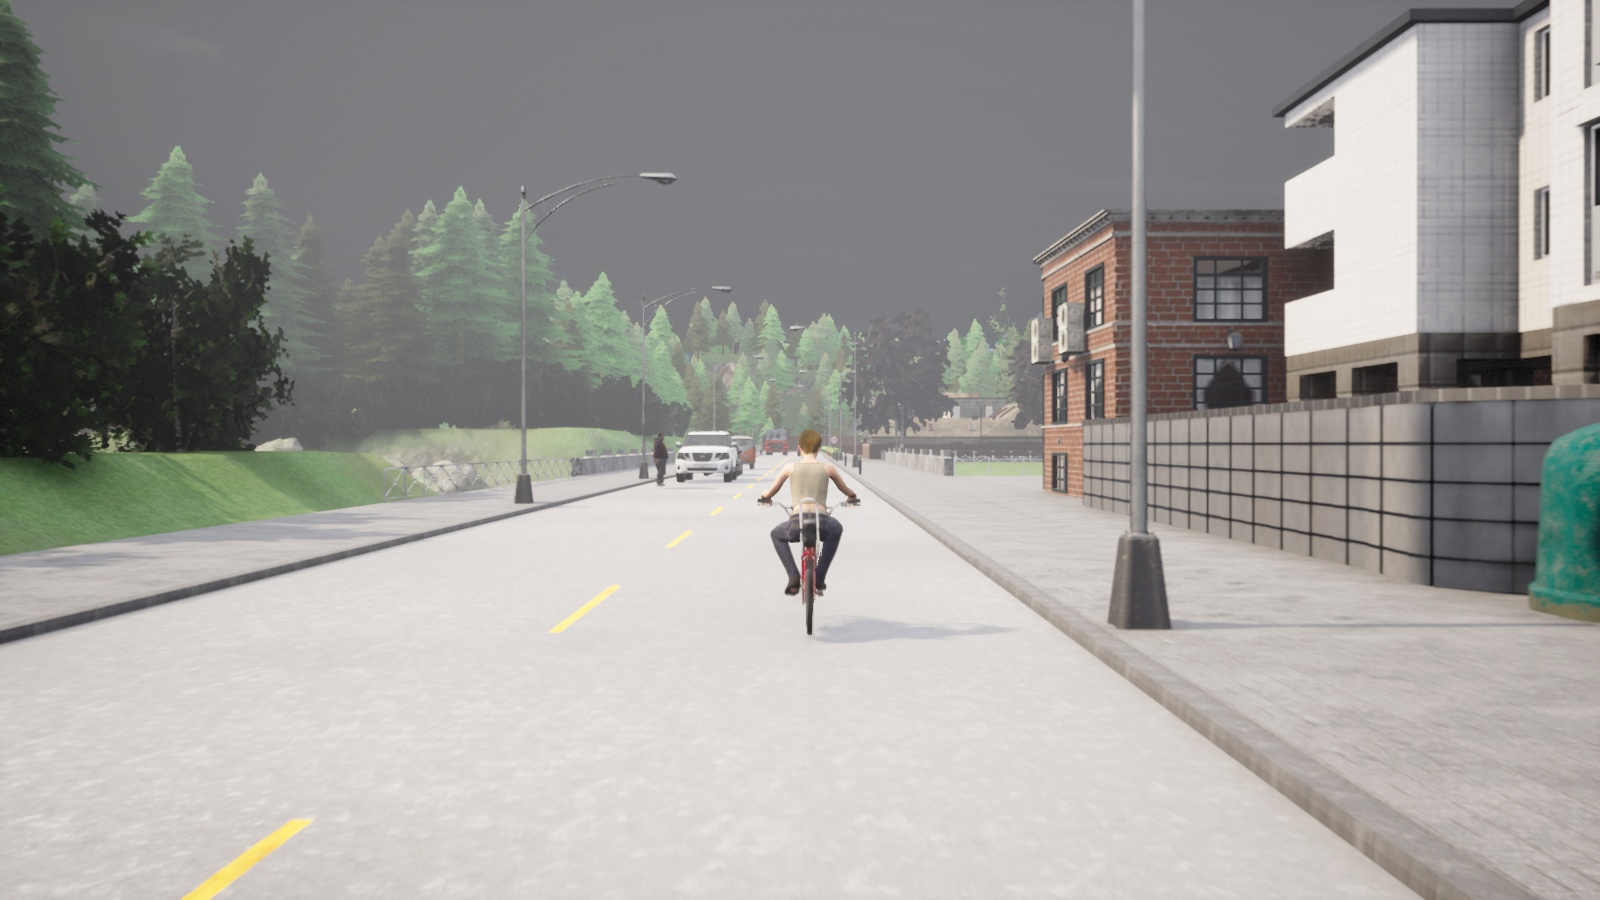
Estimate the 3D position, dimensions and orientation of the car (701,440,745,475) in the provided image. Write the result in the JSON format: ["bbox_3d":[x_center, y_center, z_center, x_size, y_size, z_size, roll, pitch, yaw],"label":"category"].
[{"bbox_3d":[-3.673,0.353,60.254,1.851,1.617,3.988,0,0,0],"label":"car"}]

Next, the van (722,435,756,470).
[{"bbox_3d":[-3.596,0.136,74.965,1.775,1.987,4.442,0,0,0],"label":"van"}]

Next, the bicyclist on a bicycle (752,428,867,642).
[{"bbox_3d":[0.073,0.634,10.190,0.866,1.612,1.509,0,0,0],"label":"bicyclist on a bicycle"}]

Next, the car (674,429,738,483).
[{"bbox_3d":[-3.720,0.220,50.660,2.150,2.045,5.566,0,0,0],"label":"car"}]

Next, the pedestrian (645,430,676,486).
[{"bbox_3d":[-4.674,0.265,42.023,0.899,1.844,0.634,0,0,11],"label":"pedestrian"}]
